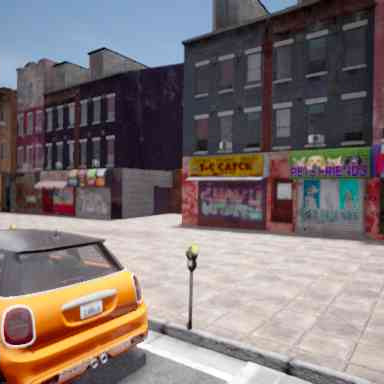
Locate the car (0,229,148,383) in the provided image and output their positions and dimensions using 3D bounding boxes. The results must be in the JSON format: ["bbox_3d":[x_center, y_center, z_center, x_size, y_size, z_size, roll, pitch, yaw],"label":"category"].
[{"bbox_3d":[-2.863,1.341,4.999,4.553,1.767,2.097,0,0,36],"label":"car"}]
